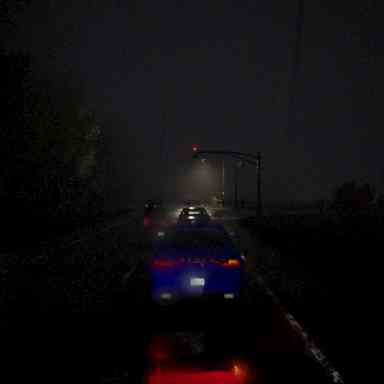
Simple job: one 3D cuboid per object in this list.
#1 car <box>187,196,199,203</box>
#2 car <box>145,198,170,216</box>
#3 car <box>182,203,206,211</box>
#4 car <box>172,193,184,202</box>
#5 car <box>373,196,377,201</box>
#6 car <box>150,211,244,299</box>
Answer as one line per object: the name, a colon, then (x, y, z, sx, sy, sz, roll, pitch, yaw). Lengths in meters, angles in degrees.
car: (0.124, 1.512, 60.263, 1.837, 1.490, 4.892, 0, 0, 0)
car: (-3.388, 1.359, 33.001, 2.097, 1.767, 4.553, 0, 0, 0)
car: (0.110, 1.553, 18.177, 2.033, 1.411, 5.357, 0, 0, 0)
car: (-3.470, 1.230, 76.886, 2.150, 2.045, 5.566, 0, 0, 0)
car: (19.916, 1.498, 40.730, 5.566, 2.045, 2.150, 1, -1, 0)
car: (0.103, 1.480, 8.501, 1.882, 1.535, 5.008, 0, 0, 0)
